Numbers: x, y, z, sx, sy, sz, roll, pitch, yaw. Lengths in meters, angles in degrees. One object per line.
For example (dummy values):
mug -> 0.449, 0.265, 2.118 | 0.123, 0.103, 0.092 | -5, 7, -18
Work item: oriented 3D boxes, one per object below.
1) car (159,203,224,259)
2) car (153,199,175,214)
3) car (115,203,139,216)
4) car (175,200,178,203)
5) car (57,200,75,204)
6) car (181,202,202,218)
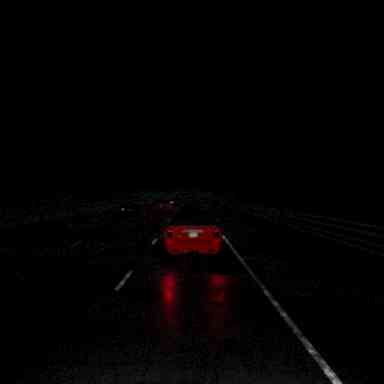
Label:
car -> 0.039, 1.471, 13.235 | 2.097, 1.767, 4.553 | 0, -1, 0
car -> -3.579, 1.720, 41.179 | 2.097, 1.767, 4.553 | 0, 0, 0
car -> -7.056, 1.874, 36.313 | 2.033, 1.411, 5.357 | 0, -1, 0
car -> -3.660, 2.019, 59.656 | 2.128, 1.511, 4.902 | 0, -1, 0
car -> -17.702, 1.923, 46.649 | 2.128, 1.511, 4.902 | 0, -1, 0
car -> -0.054, 1.867, 35.892 | 2.033, 1.411, 5.357 | 0, 0, 0
